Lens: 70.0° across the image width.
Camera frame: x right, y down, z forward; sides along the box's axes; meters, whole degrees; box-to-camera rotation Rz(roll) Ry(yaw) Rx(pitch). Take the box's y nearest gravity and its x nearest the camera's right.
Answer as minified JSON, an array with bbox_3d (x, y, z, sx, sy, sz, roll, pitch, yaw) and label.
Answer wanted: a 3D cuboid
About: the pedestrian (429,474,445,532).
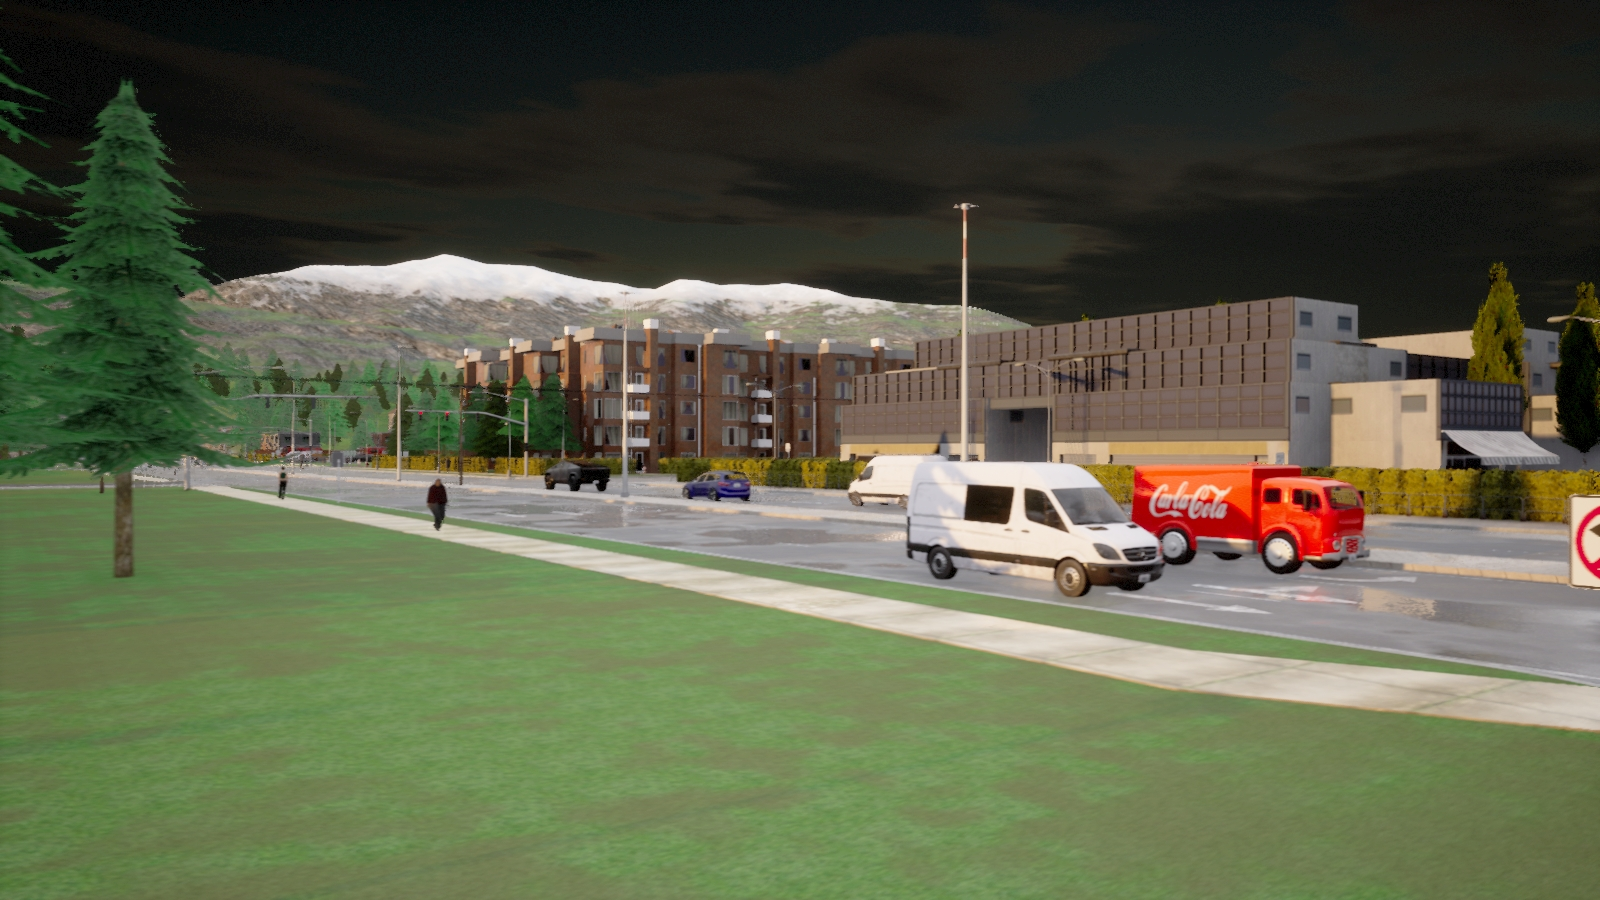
[{"bbox_3d":[-11.780,1.705,37.088,0.375,1.860,0.375,0,0,-35],"label":"pedestrian"}]

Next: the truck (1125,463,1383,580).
[{"bbox_3d":[10.828,1.586,27.651,2.627,2.467,5.204,0,0,-36],"label":"truck"}]

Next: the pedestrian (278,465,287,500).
[{"bbox_3d":[-27.280,1.705,60.212,0.375,1.860,0.375,0,0,-35],"label":"pedestrian"}]

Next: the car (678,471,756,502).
[{"bbox_3d":[-4.616,1.983,63.077,2.242,1.667,4.611,0,-1,-35],"label":"car"}]

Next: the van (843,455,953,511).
[{"bbox_3d":[4.714,1.559,55.956,1.988,2.561,5.915,0,0,-35],"label":"van"}]

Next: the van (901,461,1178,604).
[{"bbox_3d":[4.817,1.547,24.018,1.988,2.561,5.915,0,0,-36],"label":"van"}]
